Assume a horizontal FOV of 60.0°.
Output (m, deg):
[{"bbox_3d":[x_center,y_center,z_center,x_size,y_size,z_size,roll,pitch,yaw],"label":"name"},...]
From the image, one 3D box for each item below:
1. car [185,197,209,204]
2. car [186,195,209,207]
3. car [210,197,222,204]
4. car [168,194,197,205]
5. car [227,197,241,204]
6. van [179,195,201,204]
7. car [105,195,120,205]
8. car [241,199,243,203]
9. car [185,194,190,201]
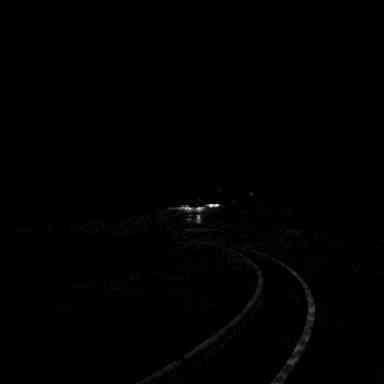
[{"bbox_3d":[1.246,2.057,78.926,5.366,1.575,1.946,-1,-2,14],"label":"car"},{"bbox_3d":[0.890,1.667,53.069,1.812,1.442,4.674,-1,0,15],"label":"car"},{"bbox_3d":[5.033,1.804,69.020,2.128,1.511,4.902,-1,-1,14],"label":"car"},{"bbox_3d":[-1.903,1.518,67.202,5.566,2.045,2.435,-1,-1,14],"label":"car"},{"bbox_3d":[8.447,1.757,69.252,1.837,1.490,4.892,-1,-1,14],"label":"car"},{"bbox_3d":[-0.492,1.679,73.231,4.442,1.987,1.878,-1,-2,14],"label":"van"},{"bbox_3d":[-14.663,1.628,66.432,5.566,2.045,2.435,-1,-1,14],"label":"car"},{"bbox_3d":[11.038,2.043,79.380,1.895,1.301,4.718,-1,-2,14],"label":"car"},{"bbox_3d":[-3.322,1.548,61.419,4.553,1.767,2.185,-1,-1,14],"label":"car"}]
